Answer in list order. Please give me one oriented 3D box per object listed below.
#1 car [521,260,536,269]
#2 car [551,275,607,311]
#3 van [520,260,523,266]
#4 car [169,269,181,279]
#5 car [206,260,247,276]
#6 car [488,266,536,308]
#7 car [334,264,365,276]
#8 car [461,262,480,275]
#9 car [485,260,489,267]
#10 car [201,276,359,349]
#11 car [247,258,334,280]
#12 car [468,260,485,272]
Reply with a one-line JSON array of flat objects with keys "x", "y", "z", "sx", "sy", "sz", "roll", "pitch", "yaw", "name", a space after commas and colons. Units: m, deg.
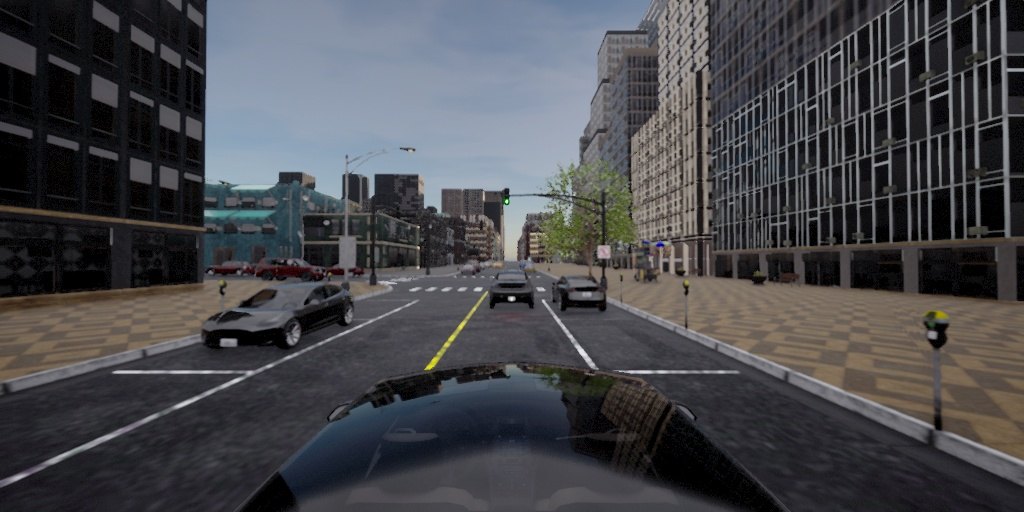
[{"x": 2.658, "y": 1.756, "z": 53.122, "sx": 1.751, "sy": 1.417, "sz": 4.829, "roll": 0, "pitch": 0, "yaw": 0, "name": "car"}, {"x": 2.683, "y": 1.439, "z": 14.925, "sx": 1.948, "sy": 1.339, "sz": 4.313, "roll": 0, "pitch": 0, "yaw": 0, "name": "car"}, {"x": 2.655, "y": 1.623, "z": 58.504, "sx": 1.690, "sy": 1.789, "sz": 3.998, "roll": 0, "pitch": 0, "yaw": 0, "name": "van"}, {"x": -28.267, "y": 1.224, "z": 27.840, "sx": 4.207, "sy": 1.307, "sz": 1.802, "roll": 0, "pitch": 0, "yaw": -1, "name": "car"}, {"x": -28.391, "y": 1.201, "z": 36.218, "sx": 4.097, "sy": 1.591, "sz": 1.967, "roll": 0, "pitch": 0, "yaw": -1, "name": "car"}, {"x": -0.003, "y": 1.393, "z": 16.144, "sx": 1.837, "sy": 1.490, "sz": 4.892, "roll": 0, "pitch": 0, "yaw": 0, "name": "car"}, {"x": -17.299, "y": 1.445, "z": 36.380, "sx": 4.507, "sy": 1.381, "sz": 1.888, "roll": 0, "pitch": 0, "yaw": -1, "name": "car"}, {"x": -5.719, "y": 1.760, "z": 47.394, "sx": 1.802, "sy": 1.307, "sz": 4.207, "roll": 0, "pitch": 0, "yaw": 0, "name": "car"}, {"x": -5.729, "y": 1.885, "z": 64.047, "sx": 2.007, "sy": 1.370, "sz": 4.403, "roll": 0, "pitch": 0, "yaw": 0, "name": "car"}, {"x": -5.694, "y": 1.387, "z": 9.380, "sx": 1.948, "sy": 1.339, "sz": 4.313, "roll": 0, "pitch": 0, "yaw": 0, "name": "car"}, {"x": -17.175, "y": 1.095, "z": 28.001, "sx": 5.009, "sy": 1.841, "sz": 2.192, "roll": 0, "pitch": 0, "yaw": -1, "name": "car"}, {"x": -5.722, "y": 1.545, "z": 52.945, "sx": 2.192, "sy": 1.841, "sz": 5.009, "roll": 0, "pitch": 0, "yaw": 0, "name": "car"}]
